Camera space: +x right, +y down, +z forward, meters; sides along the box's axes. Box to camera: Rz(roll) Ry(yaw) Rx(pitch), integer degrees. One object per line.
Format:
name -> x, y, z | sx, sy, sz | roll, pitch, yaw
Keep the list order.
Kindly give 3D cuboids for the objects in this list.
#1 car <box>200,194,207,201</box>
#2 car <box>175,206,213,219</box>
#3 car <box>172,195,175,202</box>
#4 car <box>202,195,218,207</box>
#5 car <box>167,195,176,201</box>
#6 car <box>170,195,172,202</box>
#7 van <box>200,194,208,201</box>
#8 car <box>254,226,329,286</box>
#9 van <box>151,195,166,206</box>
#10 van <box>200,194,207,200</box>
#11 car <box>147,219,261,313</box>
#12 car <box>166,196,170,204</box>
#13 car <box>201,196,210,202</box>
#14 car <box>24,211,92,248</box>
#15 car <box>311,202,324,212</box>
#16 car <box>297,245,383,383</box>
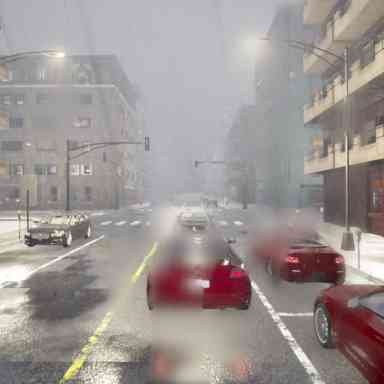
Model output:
car -> 2.995, 1.558, 69.767 | 2.008, 1.369, 4.403 | 1, 0, 0
car -> 0.107, 1.604, 16.597 | 1.895, 1.301, 4.718 | 0, 0, 0
car -> -5.347, 1.575, 75.518 | 1.947, 1.339, 4.313 | 1, 0, 0
car -> 2.978, 1.558, 51.179 | 2.008, 1.369, 4.403 | 1, 0, 0
car -> -5.271, 1.554, 86.858 | 1.887, 1.381, 4.507 | 1, 0, 0
car -> -5.421, 1.448, 64.176 | 1.967, 1.590, 4.097 | 1, 0, 0
van -> 3.112, 1.349, 86.777 | 1.690, 1.788, 3.998 | 1, 0, 0
car -> 2.670, 1.584, 9.057 | 1.802, 1.307, 4.206 | 1, 0, 0
van -> -5.570, 1.349, 52.843 | 1.690, 1.788, 3.998 | 1, 0, 0
van -> 3.150, 1.349, 92.448 | 1.690, 1.788, 3.998 | 1, 0, 0
car -> 0.108, 1.566, 7.779 | 1.994, 1.385, 4.181 | 0, 0, -1
car -> -5.460, 1.574, 58.506 | 1.947, 1.339, 4.313 | 1, 0, 0
car -> 3.033, 1.590, 75.437 | 1.802, 1.307, 4.206 | 1, 0, 0
car -> -5.766, 1.554, 14.798 | 2.008, 1.369, 4.403 | 1, 0, 0
car -> 15.558, 1.518, 36.948 | 4.507, 1.381, 1.887 | 0, -1, 1
car -> 2.669, 1.583, 3.386 | 1.802, 1.307, 4.206 | 1, 0, 0
